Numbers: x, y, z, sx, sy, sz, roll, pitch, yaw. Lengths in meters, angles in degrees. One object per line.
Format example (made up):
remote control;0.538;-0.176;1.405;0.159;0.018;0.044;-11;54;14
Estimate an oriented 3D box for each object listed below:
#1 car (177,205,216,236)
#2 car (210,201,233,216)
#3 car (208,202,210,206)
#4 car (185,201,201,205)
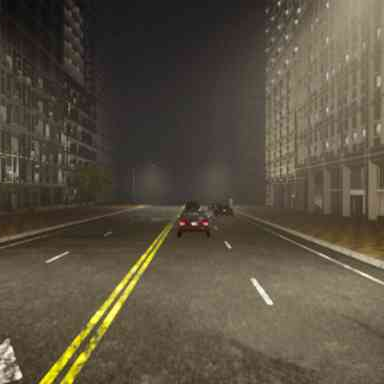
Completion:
car;0.095;1.736;19.884;2.033;1.411;5.357;0;-1;0
car;3.344;1.904;36.228;1.994;1.385;4.181;0;-1;0
car;3.336;2.062;49.732;1.895;1.301;4.718;0;0;0
car;0.093;1.882;43.462;1.882;1.535;5.008;0;-1;0
